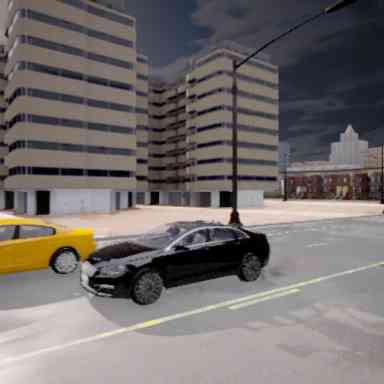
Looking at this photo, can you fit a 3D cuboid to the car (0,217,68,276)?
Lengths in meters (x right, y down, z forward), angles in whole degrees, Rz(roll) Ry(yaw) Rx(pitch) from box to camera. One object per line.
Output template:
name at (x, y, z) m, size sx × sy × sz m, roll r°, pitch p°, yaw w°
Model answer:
car at (-5.119, 1.477, 8.932) m, size 5.008 × 1.535 × 1.882 m, roll 0°, pitch 0°, yaw -35°

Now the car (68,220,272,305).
car at (-0.168, 1.490, 8.157) m, size 4.902 × 1.511 × 2.128 m, roll 0°, pitch 0°, yaw -35°
